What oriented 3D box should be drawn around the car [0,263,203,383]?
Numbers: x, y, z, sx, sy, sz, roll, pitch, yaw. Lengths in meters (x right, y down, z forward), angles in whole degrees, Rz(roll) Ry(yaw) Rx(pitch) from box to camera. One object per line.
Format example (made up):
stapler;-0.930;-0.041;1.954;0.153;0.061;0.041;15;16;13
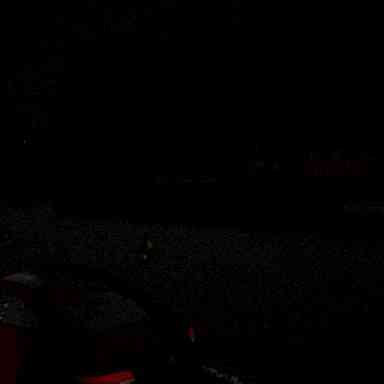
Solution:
car;-1.831;1.581;4.108;4.206;1.307;1.802;0;1;36
